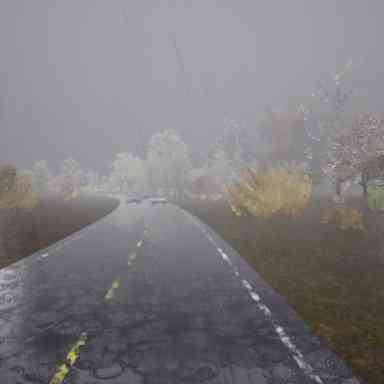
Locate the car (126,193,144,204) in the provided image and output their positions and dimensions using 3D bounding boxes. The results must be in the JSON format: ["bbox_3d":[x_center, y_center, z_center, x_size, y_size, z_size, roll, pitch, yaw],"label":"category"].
[{"bbox_3d":[-8.324,0.999,47.559,1.994,1.385,4.181,-1,1,-11],"label":"car"}]

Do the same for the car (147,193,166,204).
[{"bbox_3d":[-4.758,1.020,45.833,1.895,1.301,4.718,-1,1,-10],"label":"car"}]

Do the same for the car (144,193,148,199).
[{"bbox_3d":[-8.862,0.804,64.303,1.895,1.301,4.718,-1,1,-14],"label":"car"}]
